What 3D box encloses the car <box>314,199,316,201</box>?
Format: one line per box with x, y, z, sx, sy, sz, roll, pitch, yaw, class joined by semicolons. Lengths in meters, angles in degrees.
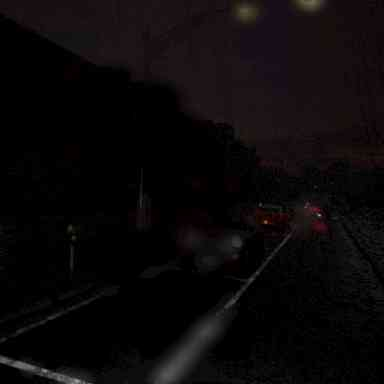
23.223;2.505;66.948;2.008;1.369;4.403;1;-1;22;car

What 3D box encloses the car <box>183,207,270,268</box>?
1.223;1.437;11.221;1.967;1.590;4.097;2;0;22;car

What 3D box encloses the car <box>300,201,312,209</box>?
21.223;2.428;61.877;1.802;1.307;4.206;1;0;22;car

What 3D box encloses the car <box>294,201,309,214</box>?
13.163;1.972;41.460;1.752;1.417;4.829;1;0;22;car

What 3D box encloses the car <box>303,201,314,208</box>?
25.222;2.616;72.016;2.008;1.369;4.403;1;-1;22;car

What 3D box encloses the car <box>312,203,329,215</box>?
17.140;2.240;44.285;1.895;1.301;4.718;3;0;22;car

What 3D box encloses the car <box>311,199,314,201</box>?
19.227;2.180;56.818;1.967;1.590;4.097;1;-1;22;car

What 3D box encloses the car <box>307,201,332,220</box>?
12.761;1.952;33.106;1.837;1.490;4.892;3;0;22;car

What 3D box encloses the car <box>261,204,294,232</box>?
5.169;1.605;21.470;1.882;1.535;5.008;3;0;22;car
